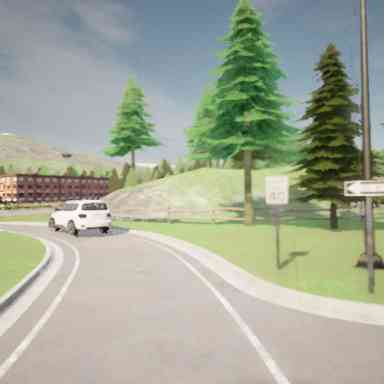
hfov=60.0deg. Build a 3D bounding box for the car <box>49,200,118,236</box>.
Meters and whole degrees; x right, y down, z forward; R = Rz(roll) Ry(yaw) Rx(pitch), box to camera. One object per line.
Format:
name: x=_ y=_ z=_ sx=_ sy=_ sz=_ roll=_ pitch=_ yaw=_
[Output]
car: x=-7.153 y=1.563 z=21.044 sx=2.150 sy=2.045 sz=5.566 roll=1 pitch=-2 yaw=-41
